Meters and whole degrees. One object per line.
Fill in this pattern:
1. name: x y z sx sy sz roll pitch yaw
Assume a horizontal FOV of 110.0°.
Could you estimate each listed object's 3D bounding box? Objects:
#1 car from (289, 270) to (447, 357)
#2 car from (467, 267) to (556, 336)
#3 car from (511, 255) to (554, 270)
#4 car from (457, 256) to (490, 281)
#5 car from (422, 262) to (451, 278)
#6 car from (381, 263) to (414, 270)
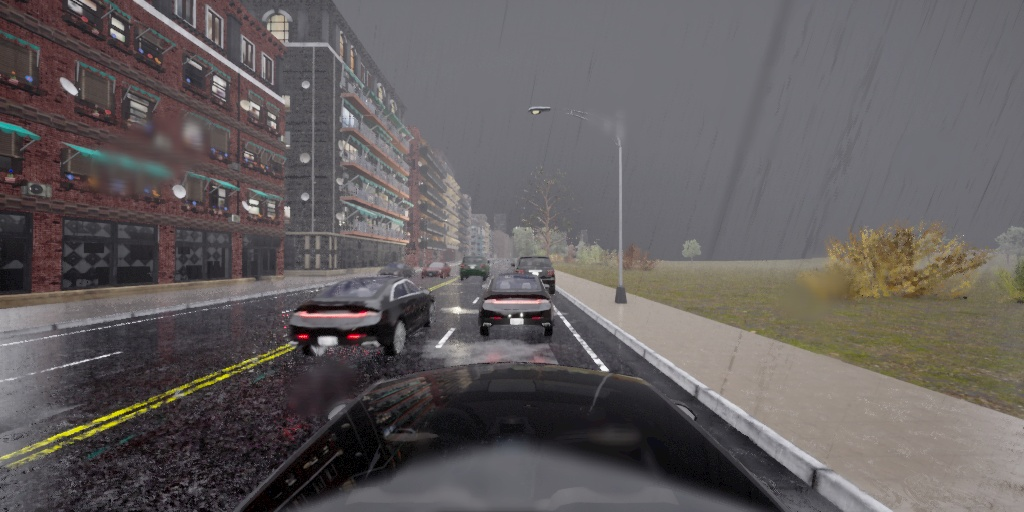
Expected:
1. car: -3.146 1.241 8.557 2.128 1.511 4.902 0 0 0
2. car: 0.107 1.243 10.399 2.128 1.511 4.902 0 0 0
3. car: 1.151 0.977 20.268 2.150 2.045 5.566 0 0 0
4. car: -3.121 0.976 30.753 2.150 2.045 5.566 0 0 -1
5. car: -6.579 1.230 31.440 1.882 1.535 5.008 0 0 0
6. car: -9.832 1.299 30.764 2.033 1.411 5.357 0 0 0
